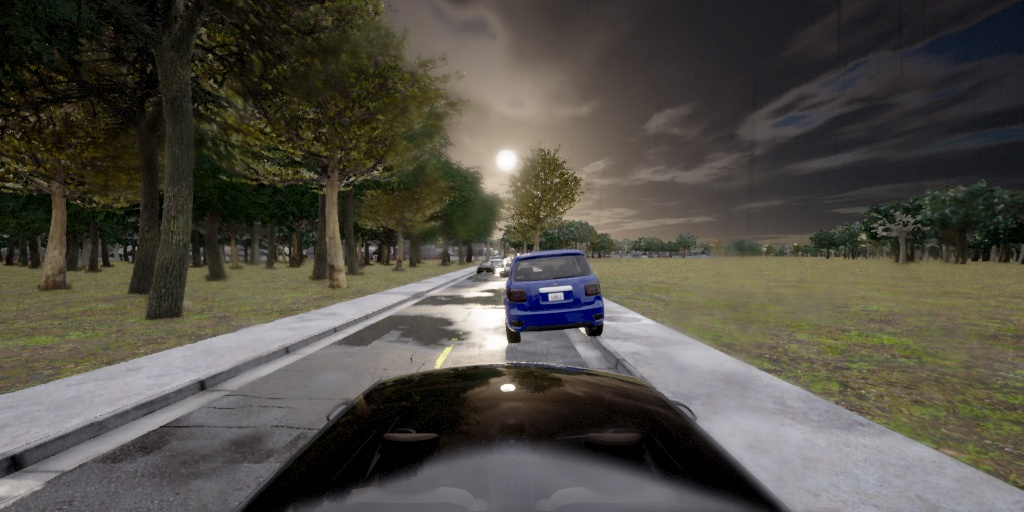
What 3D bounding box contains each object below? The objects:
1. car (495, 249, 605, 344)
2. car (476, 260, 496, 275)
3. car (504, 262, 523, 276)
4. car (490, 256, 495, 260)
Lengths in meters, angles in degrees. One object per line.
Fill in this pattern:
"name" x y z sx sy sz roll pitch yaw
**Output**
"car" 0.882 0.897 9.771 2.150 2.045 5.566 -5 0 0
"car" -2.805 1.352 39.008 1.895 1.301 4.718 0 0 0
"car" 0.121 1.352 38.265 1.895 1.301 4.718 0 0 0
"car" -2.675 0.973 64.752 2.150 2.045 5.566 0 0 0
